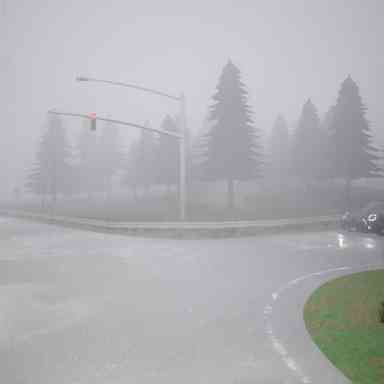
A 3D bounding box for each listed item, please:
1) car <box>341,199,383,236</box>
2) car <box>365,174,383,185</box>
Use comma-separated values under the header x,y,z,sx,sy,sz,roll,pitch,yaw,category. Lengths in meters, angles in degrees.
x,y,z,sx,sy,sz,roll,pitch,yaw,category
9.947,1.138,17.042,4.553,1.767,2.097,-2,1,-21,car
28.020,-2.127,51.214,2.150,2.045,5.566,0,5,25,car
